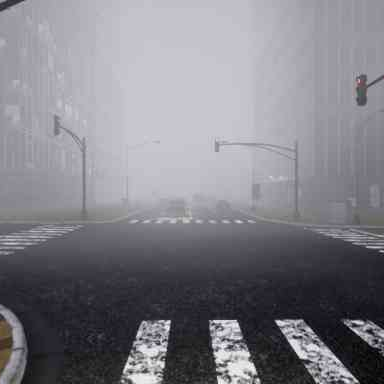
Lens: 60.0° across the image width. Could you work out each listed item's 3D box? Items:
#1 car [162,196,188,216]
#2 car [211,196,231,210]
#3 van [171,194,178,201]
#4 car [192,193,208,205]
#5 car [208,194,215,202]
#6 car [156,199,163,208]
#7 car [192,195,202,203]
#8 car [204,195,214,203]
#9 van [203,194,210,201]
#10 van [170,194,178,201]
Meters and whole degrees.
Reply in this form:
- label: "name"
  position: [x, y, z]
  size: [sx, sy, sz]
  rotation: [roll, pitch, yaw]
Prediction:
- label: "car"
  position: [-1.592, 1.495, 33.316]
  size: [1.882, 1.535, 5.008]
  rotation: [0, 0, 0]
- label: "car"
  position: [3.809, 1.579, 41.841]
  size: [1.947, 1.339, 4.313]
  rotation: [0, 0, 0]
- label: "van"
  position: [-4.434, 1.315, 86.003]
  size: [1.690, 1.788, 3.998]
  rotation: [0, 0, 0]
- label: "car"
  position: [1.181, 1.226, 58.303]
  size: [2.150, 2.045, 5.566]
  rotation: [0, 0, -1]
- label: "car"
  position: [3.603, 1.313, 63.949]
  size: [2.192, 1.841, 5.009]
  rotation: [0, 0, 0]
- label: "car"
  position: [-4.160, 1.592, 47.311]
  size: [1.802, 1.307, 4.206]
  rotation: [0, 0, 0]
- label: "car"
  position: [0.974, 1.512, 73.183]
  size: [2.128, 1.511, 4.902]
  rotation: [0, 0, 0]
- label: "car"
  position: [3.564, 1.432, 69.477]
  size: [1.967, 1.590, 4.097]
  rotation: [0, 0, 0]
- label: "van"
  position: [3.485, 1.321, 80.532]
  size: [1.690, 1.788, 3.998]
  rotation: [0, 0, 0]
- label: "van"
  position: [-4.395, 1.321, 80.476]
  size: [1.690, 1.788, 3.998]
  rotation: [0, 0, 0]
